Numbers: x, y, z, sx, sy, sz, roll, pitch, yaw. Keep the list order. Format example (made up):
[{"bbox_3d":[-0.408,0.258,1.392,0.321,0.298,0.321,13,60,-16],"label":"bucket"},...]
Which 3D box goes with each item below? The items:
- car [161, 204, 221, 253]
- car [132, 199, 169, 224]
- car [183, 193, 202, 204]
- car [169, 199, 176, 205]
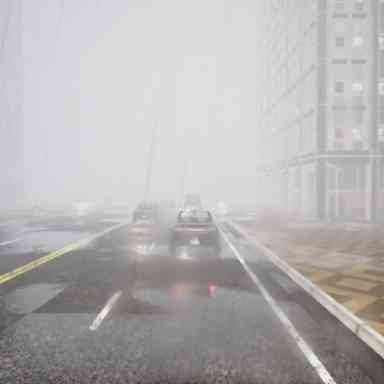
[{"bbox_3d":[0.097,1.477,13.543,2.128,1.511,4.902,0,0,0],"label":"car"},{"bbox_3d":[-3.155,1.463,24.535,2.128,1.511,4.902,0,0,0],"label":"car"},{"bbox_3d":[0.091,1.163,43.039,2.150,2.045,5.566,0,0,0],"label":"car"},{"bbox_3d":[-3.159,1.541,43.934,1.895,1.301,4.718,0,0,0],"label":"car"}]
